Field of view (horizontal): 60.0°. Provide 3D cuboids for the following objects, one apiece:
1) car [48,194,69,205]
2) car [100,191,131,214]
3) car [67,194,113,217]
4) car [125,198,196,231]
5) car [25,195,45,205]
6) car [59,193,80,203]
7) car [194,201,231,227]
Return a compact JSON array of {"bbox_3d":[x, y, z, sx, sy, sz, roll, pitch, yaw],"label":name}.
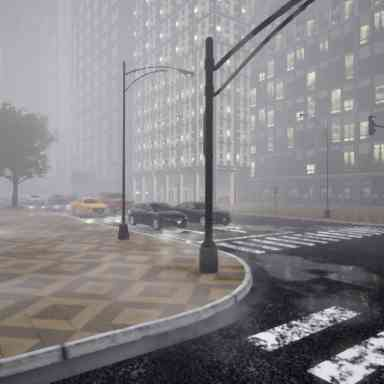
[{"bbox_3d":[-19.814,1.060,49.146,1.882,1.535,5.008,0,0,-37],"label":"car"},{"bbox_3d":[-7.428,0.981,32.354,2.150,2.045,5.566,0,0,-37],"label":"car"},{"bbox_3d":[-9.000,1.237,29.022,1.882,1.535,5.008,0,1,-37],"label":"car"},{"bbox_3d":[-2.129,1.357,19.793,1.837,1.490,4.892,0,0,-37],"label":"car"},{"bbox_3d":[-22.079,1.094,46.733,1.812,1.442,4.674,0,0,-36],"label":"car"},{"bbox_3d":[-20.660,1.015,55.894,1.882,1.535,5.008,0,0,-37],"label":"car"},{"bbox_3d":[0.445,1.344,21.779,1.882,1.535,5.008,0,0,-37],"label":"car"}]
